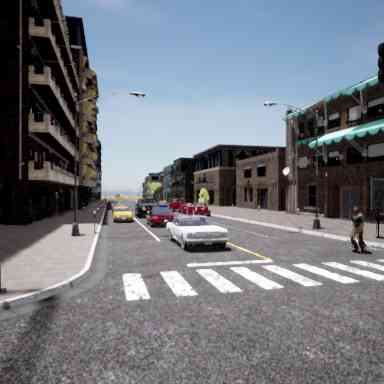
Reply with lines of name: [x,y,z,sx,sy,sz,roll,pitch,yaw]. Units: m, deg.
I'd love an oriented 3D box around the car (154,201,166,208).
car: [-6.222,2.357,64.683,1.802,1.307,4.206,-1,-1,-14]

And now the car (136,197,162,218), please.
car: [-4.876,1.638,35.483,2.150,2.045,5.566,0,-1,-13]

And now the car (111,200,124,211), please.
car: [-11.617,2.059,51.665,1.967,1.590,4.097,-1,-1,-14]

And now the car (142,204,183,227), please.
car: [-2.328,1.854,25.177,1.994,1.385,4.181,0,-1,-15]

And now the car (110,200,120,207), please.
car: [-17.110,2.445,73.698,2.008,1.369,4.403,-1,-1,-14]

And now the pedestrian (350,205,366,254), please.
pedestrian: [6.367,1.430,12.802,0.375,1.860,0.375,-1,0,-14]

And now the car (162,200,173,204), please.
car: [-4.271,2.109,46.022,1.994,1.385,4.181,0,-1,-14]

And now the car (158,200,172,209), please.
car: [-4.889,2.234,59.341,1.752,1.417,4.829,-1,-1,-14]

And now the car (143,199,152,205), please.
car: [-11.763,2.580,86.881,1.752,1.417,4.829,-1,-1,-14]

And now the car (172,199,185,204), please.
car: [-2.101,1.885,48.162,2.192,1.841,5.009,-1,-1,-14]

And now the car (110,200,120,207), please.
car: [-15.735,2.370,68.190,1.887,1.381,4.507,-1,-1,-14]

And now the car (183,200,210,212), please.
car: [0.671,1.873,37.151,1.967,1.590,4.097,-1,-1,-14]

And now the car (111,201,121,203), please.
car: [-7.506,1.965,35.137,2.008,1.369,4.403,-1,-1,-14]

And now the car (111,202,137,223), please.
car: [-6.141,1.869,29.451,1.752,1.417,4.829,-1,-1,-14]

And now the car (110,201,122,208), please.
car: [-14.360,2.322,62.681,1.947,1.339,4.313,-1,-1,-14]

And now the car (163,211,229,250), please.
car: [0.115,1.772,15.423,1.895,1.301,4.718,0,-1,-14]

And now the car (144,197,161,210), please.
car: [-6.729,1.886,55.649,2.150,2.045,5.566,0,-1,-14]

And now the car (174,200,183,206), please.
car: [-0.722,2.083,42.651,1.802,1.307,4.206,-1,-1,-14]
